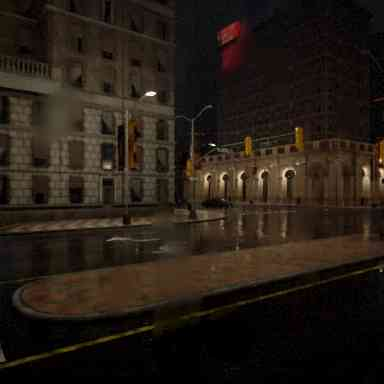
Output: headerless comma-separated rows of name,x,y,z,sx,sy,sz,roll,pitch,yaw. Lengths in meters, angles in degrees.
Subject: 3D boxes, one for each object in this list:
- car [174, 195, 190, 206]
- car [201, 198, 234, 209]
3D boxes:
car,-2.256,1.523,54.998,1.812,1.442,4.674,0,0,-35
car,3.454,1.545,46.941,2.033,1.411,5.357,0,0,-36
